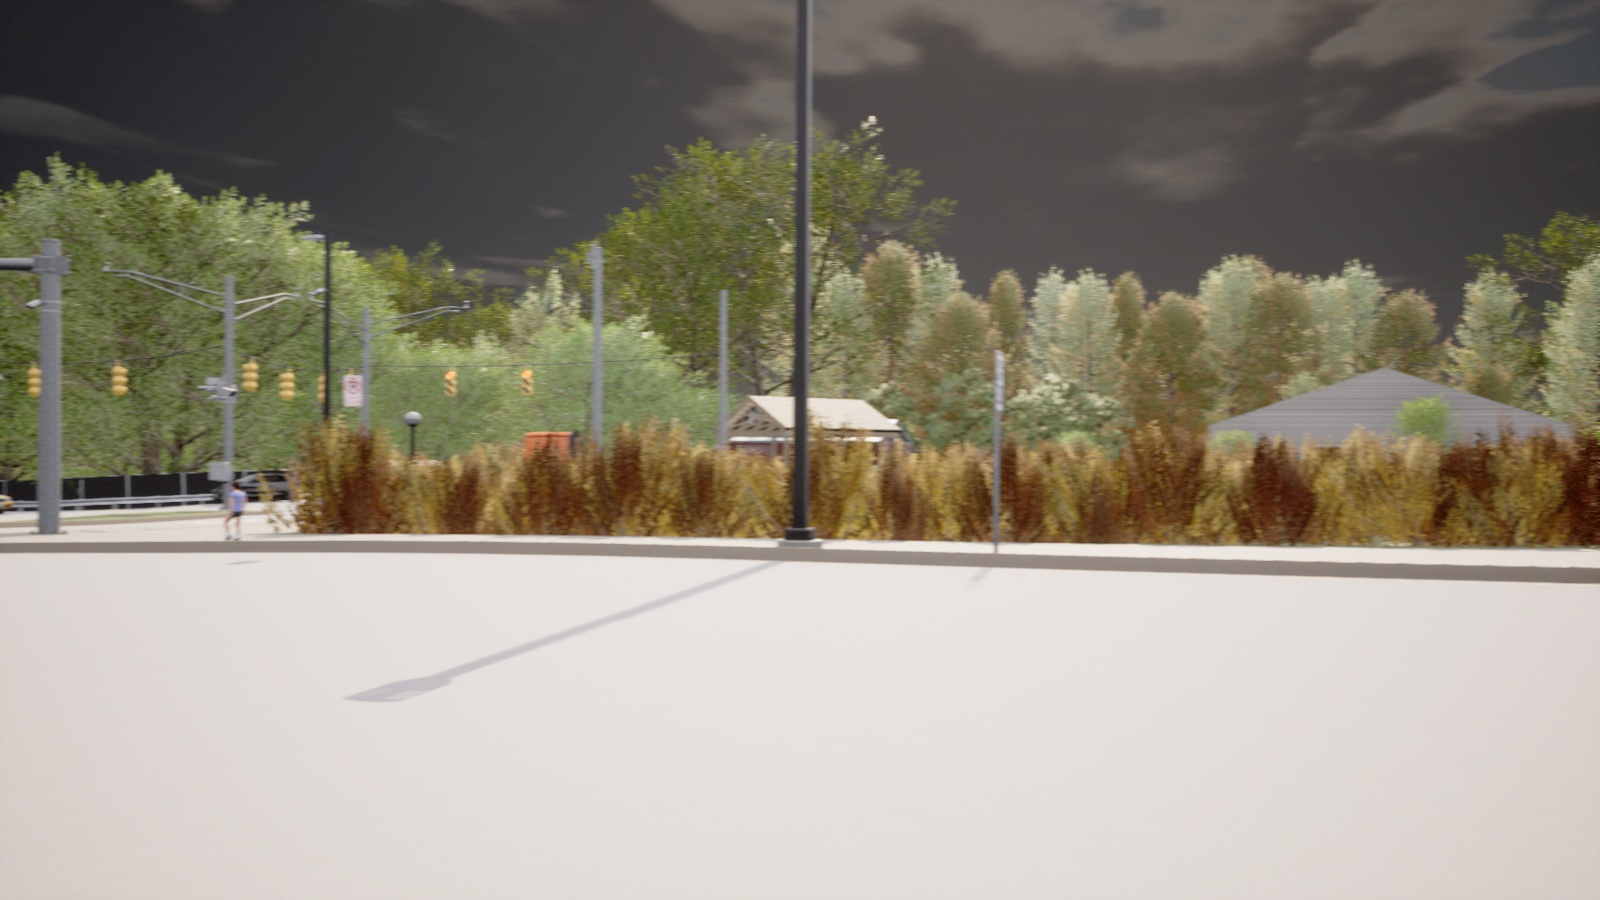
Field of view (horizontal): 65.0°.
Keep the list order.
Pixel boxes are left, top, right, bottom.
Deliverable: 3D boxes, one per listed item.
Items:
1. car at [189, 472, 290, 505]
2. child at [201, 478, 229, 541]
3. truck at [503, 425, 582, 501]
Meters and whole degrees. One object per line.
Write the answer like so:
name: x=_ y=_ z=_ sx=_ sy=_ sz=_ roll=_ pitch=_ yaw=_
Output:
car: x=-27.786 y=1.892 z=62.307 sx=1.816 sy=1.474 sz=4.193 roll=-1 pitch=1 yaw=44
child: x=-10.431 y=1.056 z=22.385 sx=0.394 sy=1.110 sz=0.255 roll=0 pitch=0 yaw=28
truck: x=-12.680 y=0.690 z=61.346 sx=2.891 sy=3.462 sz=7.936 roll=0 pitch=-1 yaw=-18
